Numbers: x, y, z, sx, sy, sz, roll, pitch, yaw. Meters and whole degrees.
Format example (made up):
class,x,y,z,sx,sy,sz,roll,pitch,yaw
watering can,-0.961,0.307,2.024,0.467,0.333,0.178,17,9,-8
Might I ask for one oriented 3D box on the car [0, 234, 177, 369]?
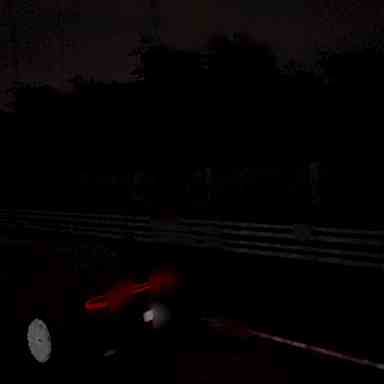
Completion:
class,x,y,z,sx,sy,sz,roll,pitch,yaw
car,-2.564,1.481,5.819,5.008,1.535,1.882,0,0,35
